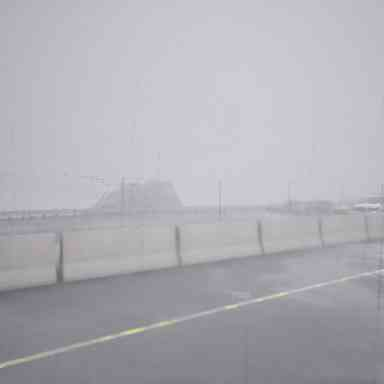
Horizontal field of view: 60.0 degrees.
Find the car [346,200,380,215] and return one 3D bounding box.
[{"bbox_3d":[14.215,1.217,24.581,5.566,2.045,2.150,0,0,-27],"label":"car"}]

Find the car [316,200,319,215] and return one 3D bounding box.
[{"bbox_3d":[11.487,1.487,31.021,4.892,1.490,1.837,0,0,-27],"label":"car"}]
